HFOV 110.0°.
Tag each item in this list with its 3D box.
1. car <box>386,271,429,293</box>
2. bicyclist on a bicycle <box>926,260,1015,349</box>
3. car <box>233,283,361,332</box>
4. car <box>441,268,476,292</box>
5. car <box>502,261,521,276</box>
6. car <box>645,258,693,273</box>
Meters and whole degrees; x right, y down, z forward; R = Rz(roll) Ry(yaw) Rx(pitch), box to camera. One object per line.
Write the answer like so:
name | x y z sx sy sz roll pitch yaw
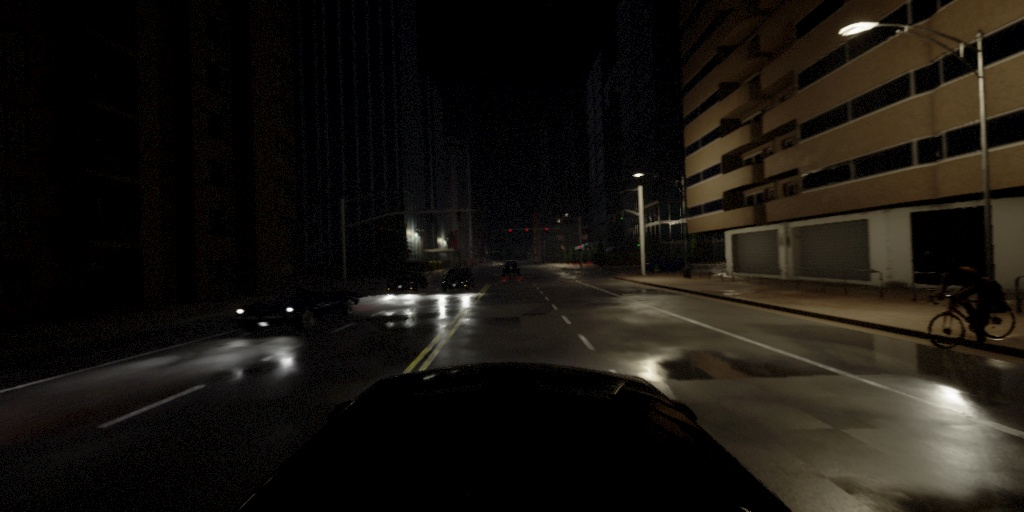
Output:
car | -7.100 1.759 24.645 1.994 1.385 4.181 -2 0 0
bicyclist on a bicycle | 8.484 0.854 6.695 1.656 1.620 0.582 -11 0 0
car | -7.155 1.672 12.528 1.895 1.301 4.718 -2 0 0
car | -3.604 1.581 24.656 1.837 1.490 4.892 -2 0 0
car | -0.071 1.404 43.161 2.097 1.767 4.553 -2 0 0
car | 16.078 0.936 37.141 5.008 1.535 1.882 -2 -1 -1
